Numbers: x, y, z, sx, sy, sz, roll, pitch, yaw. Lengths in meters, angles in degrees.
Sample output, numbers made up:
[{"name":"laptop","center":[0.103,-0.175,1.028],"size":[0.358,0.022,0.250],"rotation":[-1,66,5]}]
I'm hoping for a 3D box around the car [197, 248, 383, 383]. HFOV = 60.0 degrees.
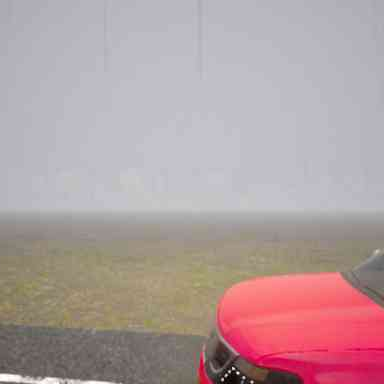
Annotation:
[{"name":"car","center":[2.815,1.229,2.665],"size":[5.566,2.045,2.150],"rotation":[0,0,7]}]
